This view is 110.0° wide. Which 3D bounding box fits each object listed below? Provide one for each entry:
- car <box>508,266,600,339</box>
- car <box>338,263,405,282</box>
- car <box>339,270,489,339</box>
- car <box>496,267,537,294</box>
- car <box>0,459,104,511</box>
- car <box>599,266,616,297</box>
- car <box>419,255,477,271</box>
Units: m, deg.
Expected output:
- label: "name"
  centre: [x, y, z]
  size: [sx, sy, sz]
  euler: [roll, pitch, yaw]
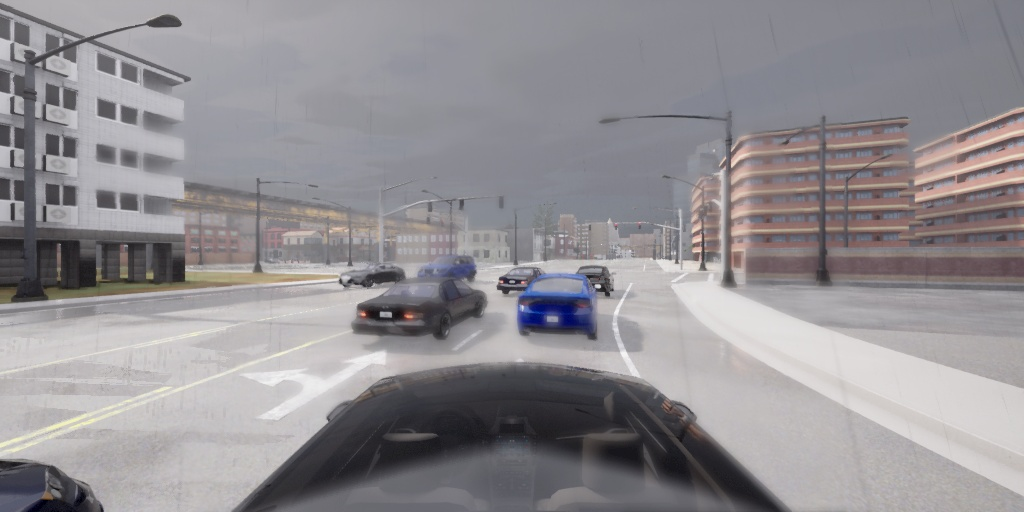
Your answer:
- label: "car"
  centre: [1.473, 1.228, 10.232]
  size: [1.882, 1.535, 5.008]
  euler: [0, 0, 14]
- label: "car"
  centre: [-9.078, 1.242, 23.631]
  size: [2.128, 1.511, 4.902]
  euler: [0, 0, 21]
- label: "car"
  centre: [-2.188, 1.297, 10.115]
  size: [2.033, 1.411, 5.357]
  euler: [0, 0, 12]
- label: "car"
  centre: [0.875, 1.297, 19.709]
  size: [2.033, 1.411, 5.357]
  euler: [0, 0, 20]
- label: "car"
  centre: [-3.229, 1.314, 0.207]
  size: [1.994, 1.385, 4.181]
  euler: [0, 0, -1]
- label: "car"
  centre: [4.392, 1.255, 19.157]
  size: [1.837, 1.490, 4.892]
  euler: [0, 0, 19]
- label: "car"
  centre: [-4.472, 0.968, 25.844]
  size: [2.150, 2.045, 5.566]
  euler: [0, 0, 21]
